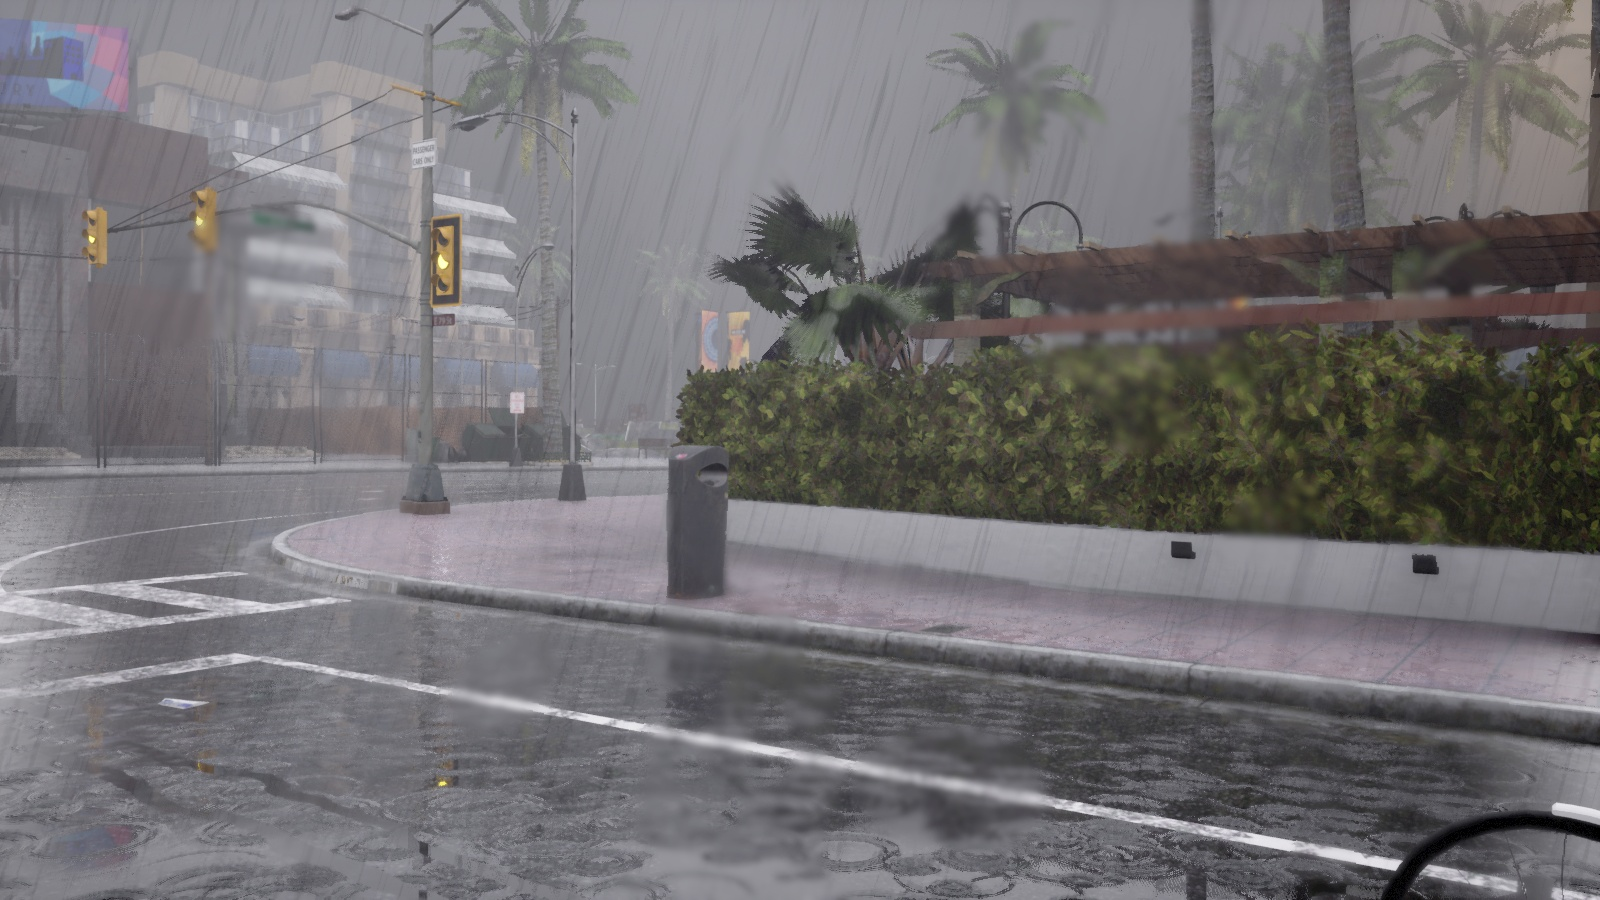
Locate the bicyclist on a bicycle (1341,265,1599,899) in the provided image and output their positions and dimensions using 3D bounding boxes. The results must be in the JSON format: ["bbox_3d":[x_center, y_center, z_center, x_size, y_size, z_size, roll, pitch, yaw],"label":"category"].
[{"bbox_3d":[2.029,0.553,2.267,1.843,1.776,0.659,0,1,34],"label":"bicyclist on a bicycle"}]
